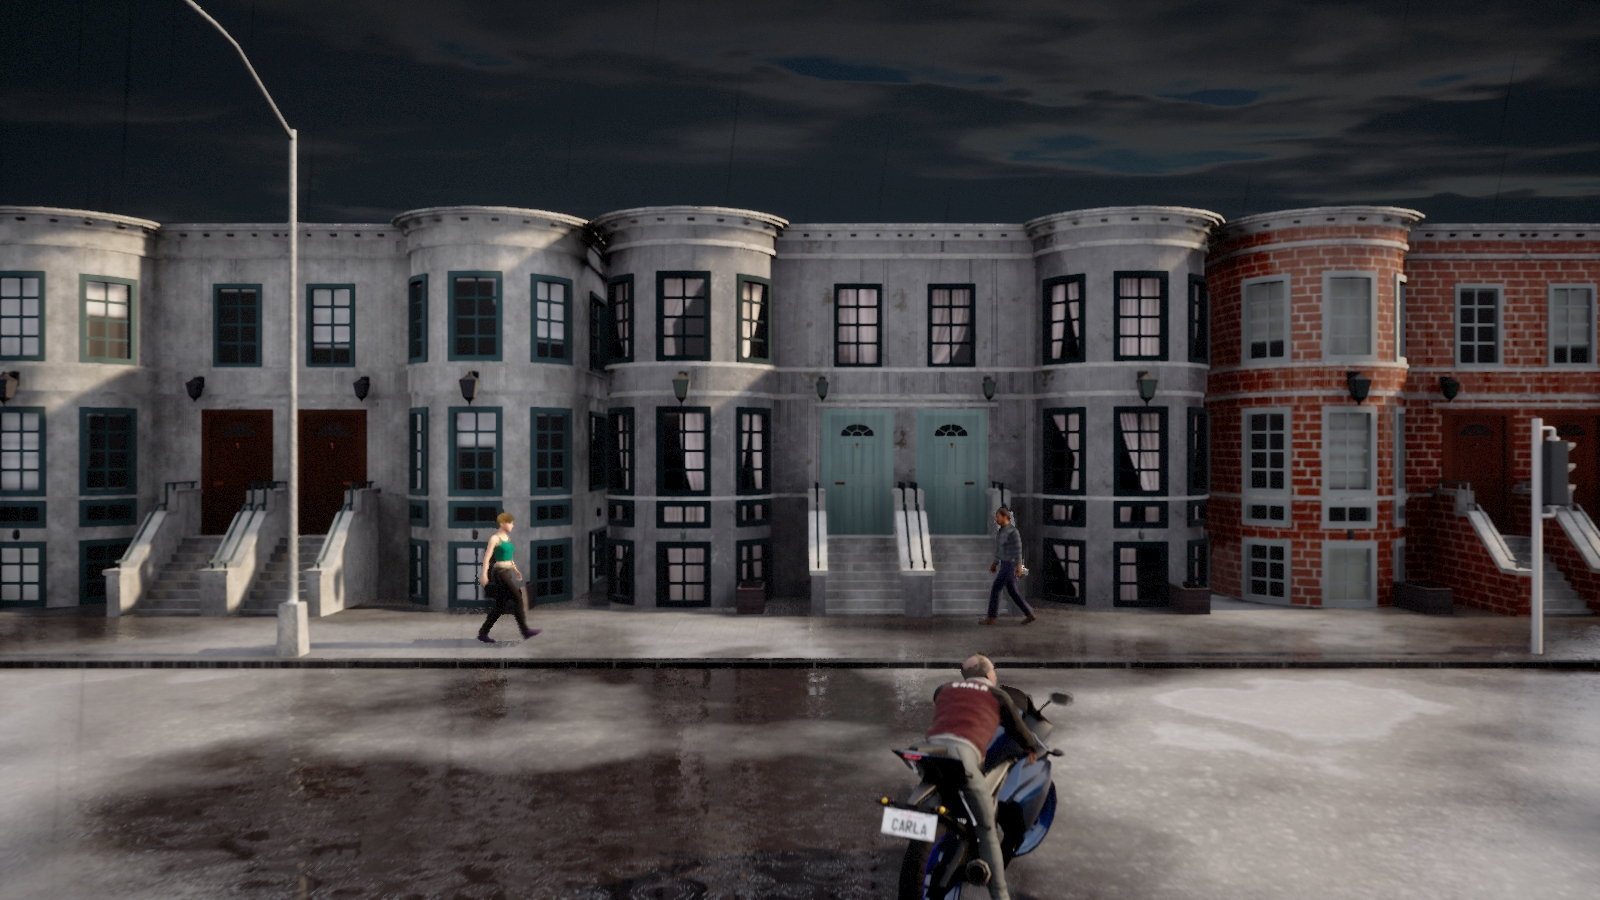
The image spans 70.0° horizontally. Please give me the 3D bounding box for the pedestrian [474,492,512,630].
[{"bbox_3d":[-4.239,1.524,15.772,0.375,1.860,0.375,0,0,10],"label":"pedestrian"}]

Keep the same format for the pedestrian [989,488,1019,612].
[{"bbox_3d":[3.118,1.524,17.454,0.375,1.860,0.375,0,0,-4],"label":"pedestrian"}]
